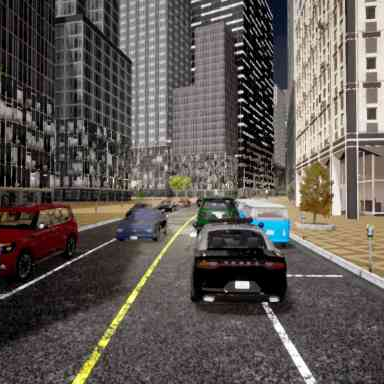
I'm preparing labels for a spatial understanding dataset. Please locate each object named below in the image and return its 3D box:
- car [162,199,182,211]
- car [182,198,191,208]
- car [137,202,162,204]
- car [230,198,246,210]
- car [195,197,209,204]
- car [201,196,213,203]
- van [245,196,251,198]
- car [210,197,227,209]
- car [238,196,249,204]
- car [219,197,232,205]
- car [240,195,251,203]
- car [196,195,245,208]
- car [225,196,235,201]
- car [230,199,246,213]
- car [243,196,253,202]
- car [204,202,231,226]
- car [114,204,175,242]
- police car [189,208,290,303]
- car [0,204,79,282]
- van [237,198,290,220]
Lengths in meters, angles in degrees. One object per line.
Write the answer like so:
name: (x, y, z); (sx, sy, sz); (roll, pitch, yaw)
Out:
car: (-2.781, 1.594, 38.510); (1.947, 1.339, 4.313); (1, 0, 7)
car: (-1.136, 1.618, 49.735); (1.802, 1.307, 4.206); (1, 0, 9)
car: (-4.021, 1.586, 27.176); (1.947, 1.339, 4.313); (1, 0, 5)
car: (6.071, 1.575, 43.971); (1.947, 1.339, 4.313); (1, 0, 9)
car: (2.054, 1.621, 66.266); (1.947, 1.339, 4.313); (1, 0, 12)
car: (3.251, 1.587, 71.458); (1.752, 1.417, 4.829); (1, 0, 13)
van: (3.491, 1.346, 20.568); (1.690, 1.788, 3.998); (1, 0, 4)
car: (3.668, 1.495, 45.924); (1.882, 1.535, 5.008); (0, 0, 10)
car: (10.367, 1.587, 66.688); (1.947, 1.339, 4.313); (1, 0, 13)
car: (6.047, 1.628, 59.669); (1.895, 1.301, 4.718); (0, 0, 12)
car: (11.690, 1.466, 72.220); (1.967, 1.590, 4.097); (1, 0, 14)
car: (1.426, 1.230, 18.265); (2.150, 2.045, 5.566); (0, 0, 4)
car: (9.917, 1.631, 86.325); (1.994, 1.385, 4.181); (0, 0, 16)
car: (5.283, 1.533, 38.349); (1.752, 1.417, 4.829); (1, 0, 8)
car: (13.100, 1.575, 77.684); (1.887, 1.381, 4.507); (1, 0, 15)
car: (1.858, 1.534, 24.175); (1.812, 1.442, 4.674); (0, 0, 5)
car: (-2.315, 1.557, 16.753); (2.033, 1.411, 5.357); (0, 0, 3)
police car: (0.962, 1.428, 8.425); (1.930, 1.638, 5.238); (0, 0, 2)
car: (-5.100, 1.323, 10.028); (2.192, 1.841, 5.009); (1, 0, 2)
van: (3.129, 1.345, 14.716); (1.690, 1.788, 3.998); (1, 0, 3)
